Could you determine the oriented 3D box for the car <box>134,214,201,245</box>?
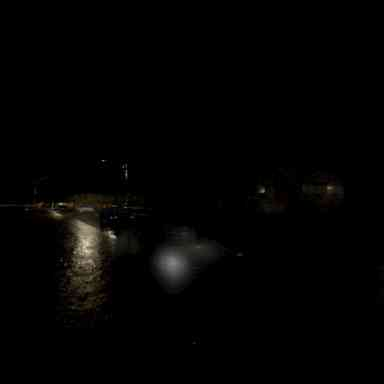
[{"bbox_3d":[-1.207,1.823,16.893,1.994,1.385,4.181,2,-2,-27],"label":"car"}]

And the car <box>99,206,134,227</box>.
[{"bbox_3d":[-6.009,1.888,26.275,1.882,1.535,5.008,2,-2,-27],"label":"car"}]

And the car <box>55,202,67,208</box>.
[{"bbox_3d":[-33.504,3.556,86.114,1.895,1.301,4.718,2,-3,-27],"label":"car"}]

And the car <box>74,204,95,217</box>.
[{"bbox_3d":[-12.753,2.197,39.473,1.812,1.442,4.674,2,-2,-27],"label":"car"}]
